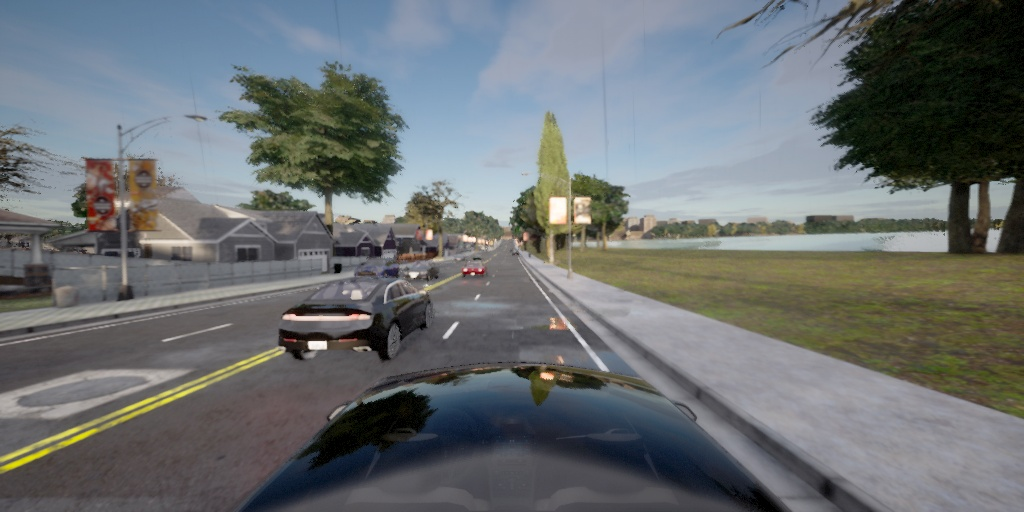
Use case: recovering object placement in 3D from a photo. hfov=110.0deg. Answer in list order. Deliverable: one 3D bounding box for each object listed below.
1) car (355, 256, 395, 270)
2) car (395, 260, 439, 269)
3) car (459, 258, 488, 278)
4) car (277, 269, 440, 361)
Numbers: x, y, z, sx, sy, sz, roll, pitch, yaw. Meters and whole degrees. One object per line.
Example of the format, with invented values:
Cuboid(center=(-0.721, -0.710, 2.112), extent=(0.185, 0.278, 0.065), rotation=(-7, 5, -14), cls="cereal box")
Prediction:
Cuboid(center=(-9.843, 0.933, 26.482), extent=(2.097, 1.767, 4.553), rotation=(0, 1, 0), cls="car")
Cuboid(center=(-6.592, 1.072, 26.447), extent=(2.128, 1.511, 4.902), rotation=(0, 1, 0), cls="car")
Cuboid(center=(-3.144, 1.118, 31.028), extent=(1.895, 1.301, 4.718), rotation=(0, 1, 0), cls="car")
Cuboid(center=(-3.149, 1.225, 8.237), extent=(2.128, 1.511, 4.902), rotation=(0, 0, 0), cls="car")
